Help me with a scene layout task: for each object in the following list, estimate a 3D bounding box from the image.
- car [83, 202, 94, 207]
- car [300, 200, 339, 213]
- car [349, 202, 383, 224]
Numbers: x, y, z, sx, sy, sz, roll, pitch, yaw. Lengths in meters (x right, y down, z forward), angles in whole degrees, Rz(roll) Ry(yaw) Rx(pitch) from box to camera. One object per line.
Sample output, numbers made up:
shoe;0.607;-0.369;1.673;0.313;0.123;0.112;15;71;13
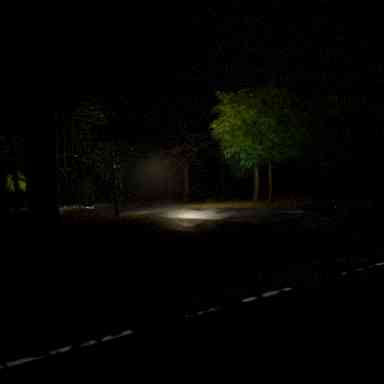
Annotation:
car;-28.009;3.351;90.851;2.033;1.411;5.357;-4;1;-34
car;14.453;1.620;37.770;1.994;1.385;4.181;-4;1;-36
car;14.618;1.560;25.558;2.097;1.767;4.553;-4;0;-36
